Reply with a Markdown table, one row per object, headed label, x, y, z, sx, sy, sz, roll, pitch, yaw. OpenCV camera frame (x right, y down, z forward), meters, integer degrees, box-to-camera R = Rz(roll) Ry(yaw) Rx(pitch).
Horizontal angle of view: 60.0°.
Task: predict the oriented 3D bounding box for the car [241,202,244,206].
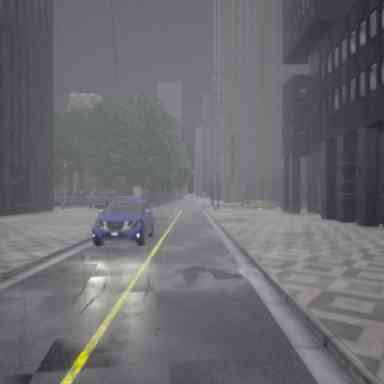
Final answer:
| label | x | y | z | sx | sy | sz | roll | pitch | yaw |
| --- | --- | --- | --- | --- | --- | --- | --- | --- | --- |
| car | 11.633 | 2.129 | 64.416 | 4.403 | 1.369 | 2.008 | 0 | 0 | 0 |

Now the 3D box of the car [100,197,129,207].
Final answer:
| label | x | y | z | sx | sy | sz | roll | pitch | yaw |
| --- | --- | --- | --- | --- | --- | --- | --- | --- | --- |
| car | -15.031 | 1.870 | 64.560 | 5.009 | 1.841 | 2.192 | 0 | 0 | 0 |

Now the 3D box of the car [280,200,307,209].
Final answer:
| label | x | y | z | sx | sy | sz | roll | pitch | yaw |
| --- | --- | --- | --- | --- | --- | --- | --- | --- | --- |
| car | 17.108 | 2.203 | 55.861 | 4.403 | 1.369 | 2.008 | 0 | 0 | 0 |

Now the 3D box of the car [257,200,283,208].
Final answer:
| label | x | y | z | sx | sy | sz | roll | pitch | yaw |
| --- | --- | --- | --- | --- | --- | --- | --- | --- | --- |
| car | 13.674 | 2.138 | 58.641 | 4.181 | 1.385 | 1.994 | 0 | 0 | 0 |

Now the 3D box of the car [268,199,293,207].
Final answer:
| label | x | y | z | sx | sy | sz | roll | pitch | yaw |
| --- | --- | --- | --- | --- | --- | --- | --- | --- | --- |
| car | 17.146 | 2.151 | 64.386 | 4.313 | 1.339 | 1.947 | 0 | 0 | 0 |

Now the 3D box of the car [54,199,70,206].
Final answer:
| label | x | y | z | sx | sy | sz | roll | pitch | yaw |
| --- | --- | --- | --- | --- | --- | --- | --- | --- | --- |
| car | -25.944 | 2.118 | 64.621 | 4.313 | 1.339 | 1.947 | 0 | 0 | 0 |

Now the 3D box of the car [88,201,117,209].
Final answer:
| label | x | y | z | sx | sy | sz | roll | pitch | yaw |
| --- | --- | --- | --- | --- | --- | --- | --- | --- | --- |
| car | -15.069 | 2.188 | 56.037 | 4.313 | 1.339 | 1.947 | 0 | 0 | 0 |

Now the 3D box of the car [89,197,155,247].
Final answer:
| label | x | y | z | sx | sy | sz | roll | pitch | yaw |
| --- | --- | --- | --- | --- | --- | --- | --- | --- | --- |
| car | -3.101 | 1.361 | 16.127 | 2.150 | 2.045 | 5.566 | 0 | -1 | 0 |

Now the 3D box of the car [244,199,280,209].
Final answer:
| label | x | y | z | sx | sy | sz | roll | pitch | yaw |
| --- | --- | --- | --- | --- | --- | --- | --- | --- | --- |
| car | 11.766 | 2.171 | 55.890 | 4.829 | 1.417 | 1.752 | 0 | 0 | 0 |
